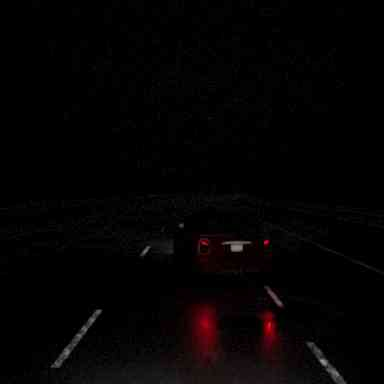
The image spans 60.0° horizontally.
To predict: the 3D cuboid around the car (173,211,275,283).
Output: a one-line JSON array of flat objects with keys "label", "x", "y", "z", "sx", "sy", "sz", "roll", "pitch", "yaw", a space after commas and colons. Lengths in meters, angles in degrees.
[{"label": "car", "x": 0.693, "y": 1.328, "z": 9.916, "sx": 2.097, "sy": 1.767, "sz": 4.553, "roll": 0, "pitch": 0, "yaw": -10}]
